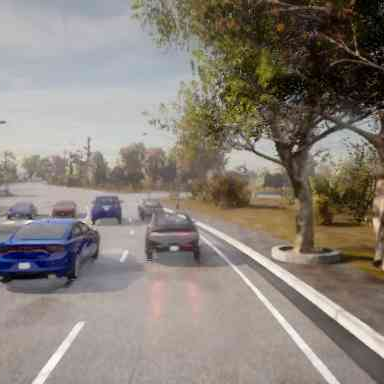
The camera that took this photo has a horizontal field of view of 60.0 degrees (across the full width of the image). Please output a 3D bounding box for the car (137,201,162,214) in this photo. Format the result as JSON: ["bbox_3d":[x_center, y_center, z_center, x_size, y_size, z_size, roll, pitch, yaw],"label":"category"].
[{"bbox_3d":[-3.495,1.461,27.917,2.128,1.511,4.902,-1,1,-13],"label":"car"}]

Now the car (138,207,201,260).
[{"bbox_3d":[-0.806,1.534,12.668,2.128,1.511,4.902,-1,0,-6],"label":"car"}]

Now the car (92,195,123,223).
[{"bbox_3d":[-6.587,1.263,25.884,2.150,2.045,5.566,-1,1,-13],"label":"car"}]

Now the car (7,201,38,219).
[{"bbox_3d":[-14.862,1.586,29.385,1.812,1.442,4.674,-1,2,-16],"label":"car"}]

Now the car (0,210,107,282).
[{"bbox_3d":[-4.059,1.539,10.075,1.882,1.535,5.008,0,0,-5],"label":"car"}]

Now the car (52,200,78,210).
[{"bbox_3d":[-11.430,1.483,30.069,1.882,1.535,5.008,-1,2,-15],"label":"car"}]
